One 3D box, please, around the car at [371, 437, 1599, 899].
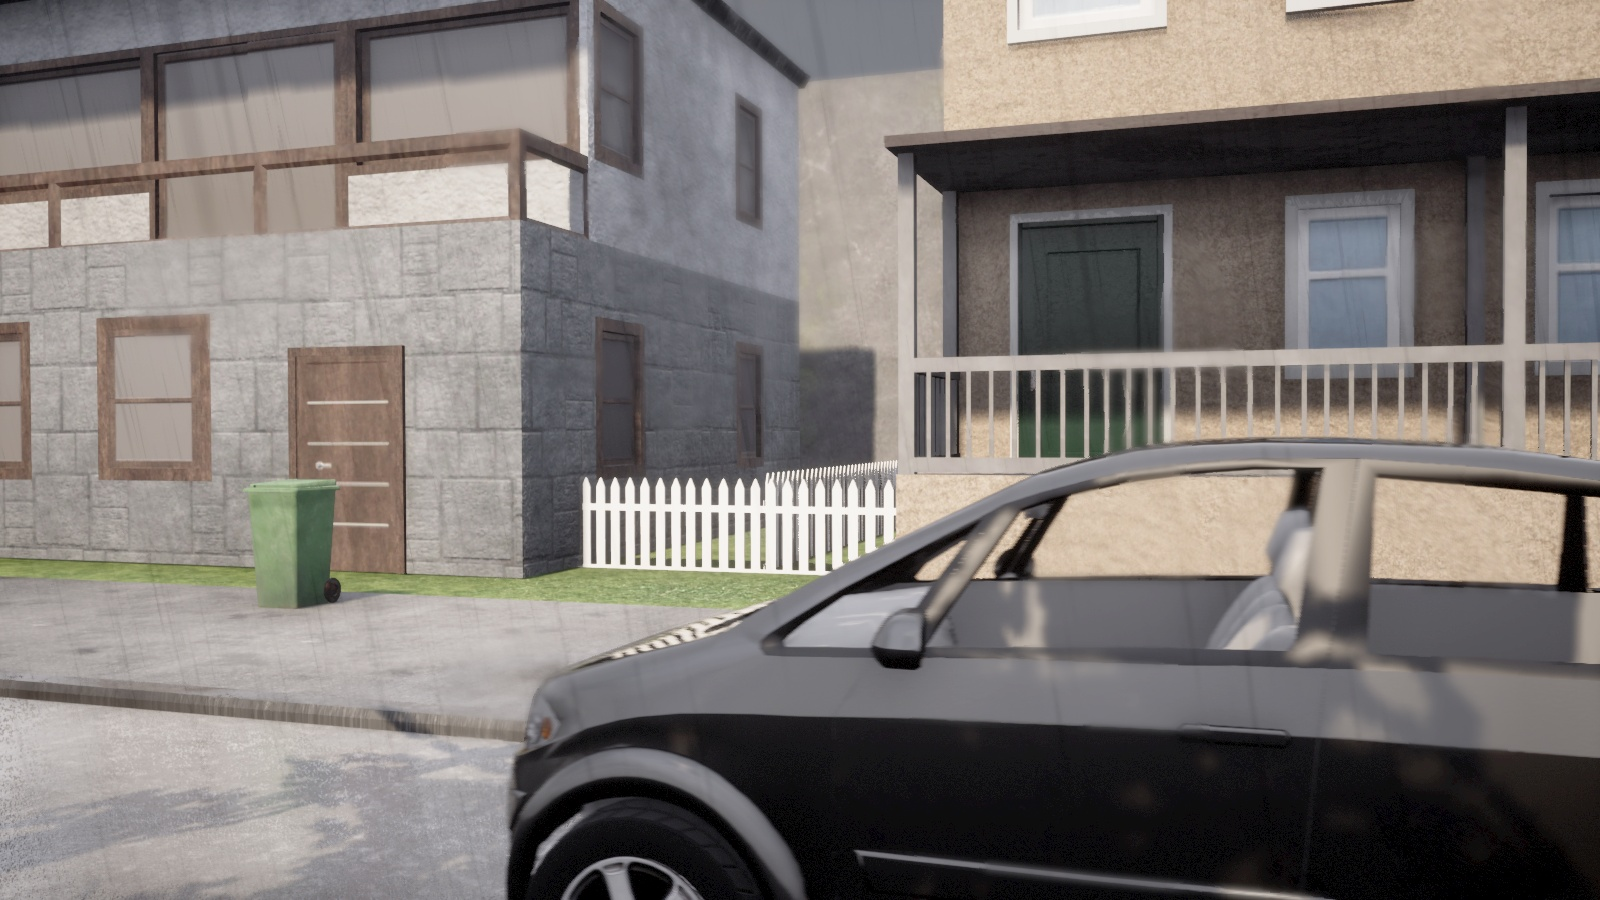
[{"bbox_3d":[0.969,0.754,3.396,3.705,1.549,1.789,1,1,19],"label":"car"}]
